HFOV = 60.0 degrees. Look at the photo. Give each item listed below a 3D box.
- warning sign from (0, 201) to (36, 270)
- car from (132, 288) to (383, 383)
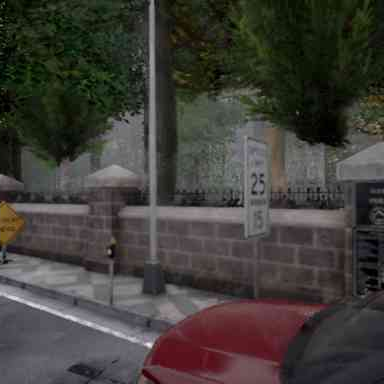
[{"bbox_3d":[-5.462,1.206,9.707,1.060,1.860,1.300,-1,0,36],"label":"warning sign"},{"bbox_3d":[1.864,1.309,1.632,5.009,1.841,2.192,-1,0,36],"label":"car"}]
